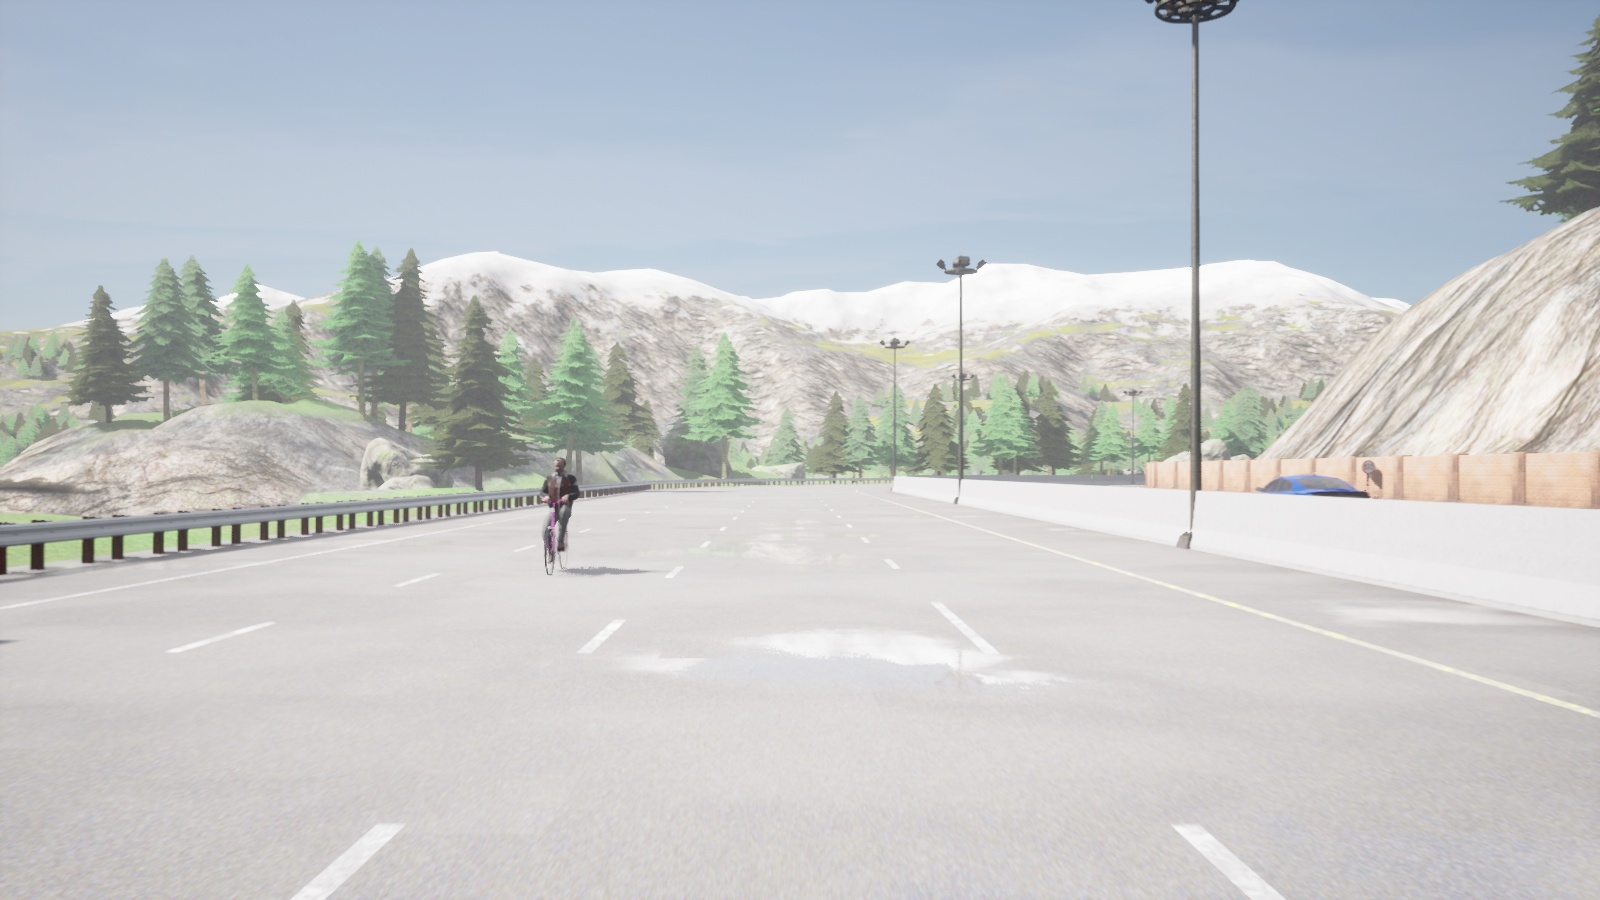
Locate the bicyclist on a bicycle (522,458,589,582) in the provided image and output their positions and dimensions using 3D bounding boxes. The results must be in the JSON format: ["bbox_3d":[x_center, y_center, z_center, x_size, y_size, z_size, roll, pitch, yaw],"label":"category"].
[{"bbox_3d":[-3.666,1.018,18.963,0.659,1.776,1.843,0,-1,-1],"label":"bicyclist on a bicycle"}]

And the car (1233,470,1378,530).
[{"bbox_3d":[13.684,1.311,34.353,1.882,1.535,5.008,0,-1,-1],"label":"car"}]
